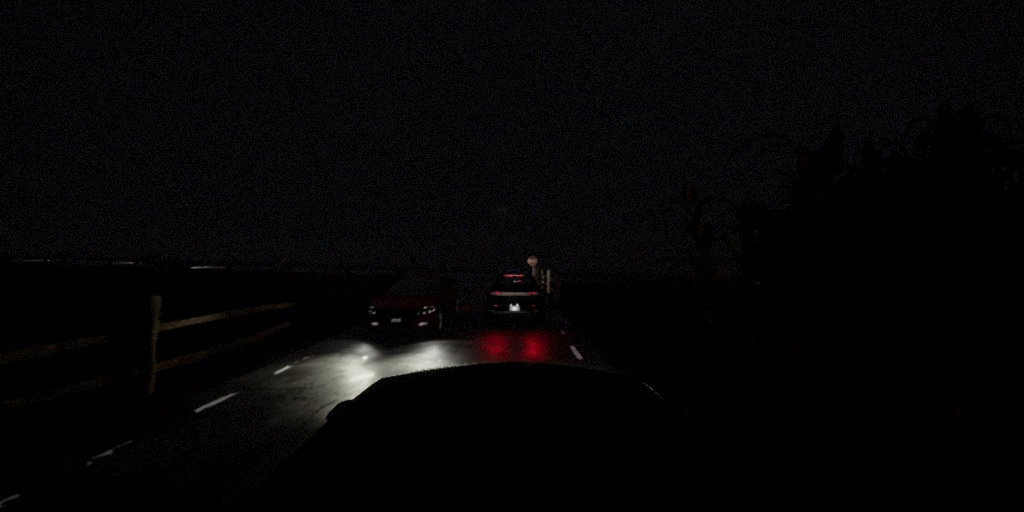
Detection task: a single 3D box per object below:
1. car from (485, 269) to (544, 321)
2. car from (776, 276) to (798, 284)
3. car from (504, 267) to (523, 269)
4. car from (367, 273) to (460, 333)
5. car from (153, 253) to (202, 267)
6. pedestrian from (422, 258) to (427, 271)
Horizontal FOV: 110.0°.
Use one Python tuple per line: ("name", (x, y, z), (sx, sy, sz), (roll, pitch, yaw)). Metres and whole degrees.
("car", (0.091, 1.369, 12.974), (2.128, 1.511, 4.902), (0, -1, 0))
("car", (35.020, 2.899, 46.113), (5.357, 1.411, 2.033), (2, 2, 0))
("car", (0.087, 1.529, 26.024), (2.128, 1.511, 4.902), (0, -1, 0))
("car", (-2.849, 1.338, 11.324), (1.882, 1.535, 5.008), (0, -1, 0))
("car", (-40.294, 0.604, 43.581), (4.181, 1.385, 1.994), (2, 2, 1))
("pedestrian", (-12.041, 1.124, 49.376), (0.375, 1.860, 0.375), (0, 0, 0))
